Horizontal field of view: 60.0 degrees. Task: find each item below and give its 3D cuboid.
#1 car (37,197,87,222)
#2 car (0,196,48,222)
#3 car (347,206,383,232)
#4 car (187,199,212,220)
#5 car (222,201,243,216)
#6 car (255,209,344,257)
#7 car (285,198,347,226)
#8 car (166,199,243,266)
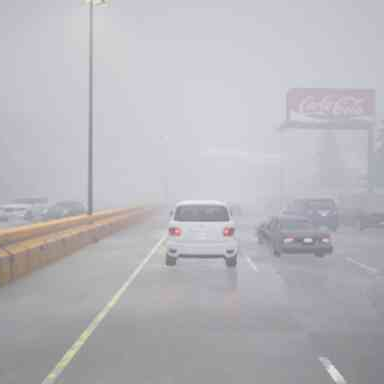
[{"bbox_3d":[-10.042,1.466,26.552,2.097,1.767,4.553,0,0,2],"label":"car"},{"bbox_3d":[-13.515,1.329,27.422,2.150,2.045,5.566,0,-1,2],"label":"car"},{"bbox_3d":[11.003,1.645,21.531,1.882,1.535,5.008,0,0,1],"label":"car"},{"bbox_3d":[0.687,1.531,30.818,2.097,1.767,4.553,0,0,1],"label":"car"},{"bbox_3d":[4.286,1.749,36.022,1.812,1.442,4.674,0,0,1],"label":"car"},{"bbox_3d":[3.834,1.640,13.366,2.033,1.411,5.357,0,0,1],"label":"car"},{"bbox_3d":[7.501,1.376,21.423,2.150,2.045,5.566,0,0,1],"label":"car"},{"bbox_3d":[0.325,1.293,11.982,2.150,2.045,5.566,0,0,1],"label":"car"}]
